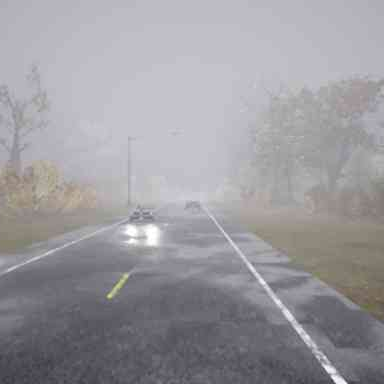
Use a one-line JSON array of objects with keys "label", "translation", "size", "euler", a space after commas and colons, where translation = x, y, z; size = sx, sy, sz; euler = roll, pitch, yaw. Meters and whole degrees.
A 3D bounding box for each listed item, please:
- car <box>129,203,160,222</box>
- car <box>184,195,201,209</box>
[{"label": "car", "translation": [-3.595, 1.568, 25.739], "size": [1.895, 1.301, 4.718], "euler": [0, 0, 0]}, {"label": "car", "translation": [0.137, 1.465, 43.421], "size": [1.812, 1.442, 4.674], "euler": [0, 0, 0]}]
